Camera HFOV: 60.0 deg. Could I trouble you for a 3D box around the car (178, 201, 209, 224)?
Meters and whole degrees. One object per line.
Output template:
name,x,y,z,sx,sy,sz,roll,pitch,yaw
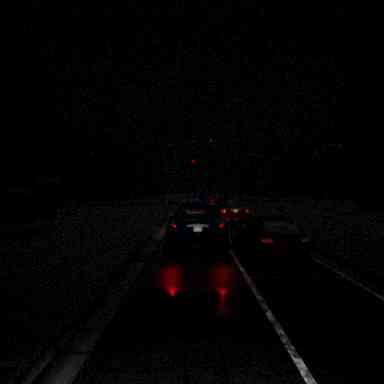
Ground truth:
car,0.099,1.326,23.027,1.895,1.301,4.718,0,1,0

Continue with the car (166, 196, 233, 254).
car,0.130,1.196,12.851,2.097,1.767,4.553,0,1,-2

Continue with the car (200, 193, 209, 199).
car,2.642,0.816,69.918,1.802,1.307,4.206,-1,1,0

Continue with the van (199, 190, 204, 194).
van,2.637,0.681,59.104,1.690,1.788,3.998,-1,1,0

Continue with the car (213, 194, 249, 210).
car,2.632,1.178,21.941,1.967,1.590,4.097,-1,1,0

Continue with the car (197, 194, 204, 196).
car,0.108,1.178,33.038,1.994,1.385,4.181,0,1,-1

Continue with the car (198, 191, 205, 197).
car,2.645,0.581,91.543,1.887,1.381,4.507,-1,0,0

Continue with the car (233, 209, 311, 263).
car,2.631,1.446,11.138,1.802,1.307,4.206,-1,1,0

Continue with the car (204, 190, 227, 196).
car,2.632,0.933,32.743,2.192,1.841,5.009,-1,1,0

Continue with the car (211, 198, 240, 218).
car,2.634,1.243,27.344,1.947,1.339,4.313,-1,1,0

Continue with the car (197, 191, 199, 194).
car,2.637,0.601,64.509,2.192,1.841,5.009,-1,1,0
